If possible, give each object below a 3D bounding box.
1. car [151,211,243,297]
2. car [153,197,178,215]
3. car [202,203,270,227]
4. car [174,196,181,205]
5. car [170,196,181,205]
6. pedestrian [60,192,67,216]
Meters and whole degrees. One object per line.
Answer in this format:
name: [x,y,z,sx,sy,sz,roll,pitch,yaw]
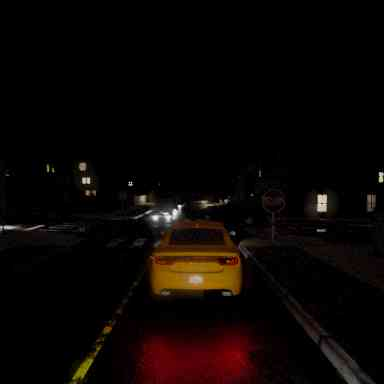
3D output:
car: [0.148,1.475,8.634,1.882,1.535,5.008,0,0,2]
car: [-2.873,1.539,34.430,2.033,1.411,5.357,0,0,0]
car: [2.908,1.501,23.460,5.008,1.535,1.882,2,2,25]
car: [-2.866,1.478,44.415,2.128,1.511,4.902,0,0,0]
car: [-2.865,1.502,57.751,1.812,1.442,4.674,0,0,-1]
pedestrian: [-9.695,0.862,25.144,0.375,1.860,0.375,0,0,1]
